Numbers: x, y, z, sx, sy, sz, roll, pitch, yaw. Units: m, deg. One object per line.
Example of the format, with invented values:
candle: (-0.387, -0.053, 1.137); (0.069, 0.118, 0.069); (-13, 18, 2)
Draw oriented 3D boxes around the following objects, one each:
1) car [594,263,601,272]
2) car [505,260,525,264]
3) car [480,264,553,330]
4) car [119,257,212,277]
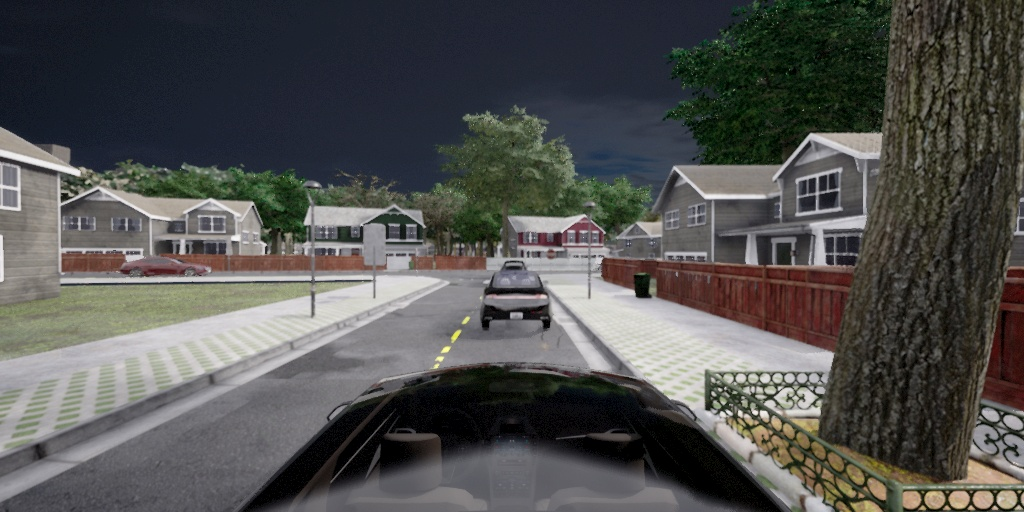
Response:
car: (11.765, 1.052, 40.796); (4.902, 1.511, 2.128); (0, 0, -20)
car: (0.184, 1.049, 25.524); (1.837, 1.490, 4.892); (0, 1, 1)
car: (0.109, 1.163, 10.827); (2.128, 1.511, 4.902); (0, 0, 0)
car: (-23.766, 0.793, 24.776); (4.674, 1.442, 1.812); (1, 0, -20)
